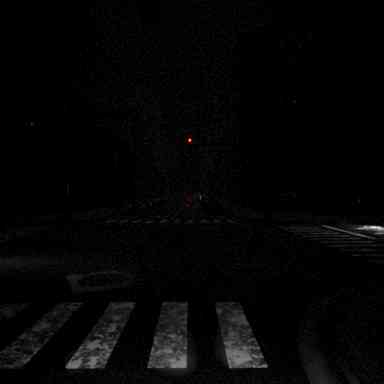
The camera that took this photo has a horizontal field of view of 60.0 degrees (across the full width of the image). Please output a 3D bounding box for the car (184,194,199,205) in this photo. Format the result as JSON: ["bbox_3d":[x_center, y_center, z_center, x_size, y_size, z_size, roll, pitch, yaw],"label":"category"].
[{"bbox_3d":[-0.131,1.574,63.308,1.882,1.535,5.008,0,0,0],"label":"car"}]

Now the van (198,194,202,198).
[{"bbox_3d":[2.397,1.424,58.097,1.690,1.788,3.998,0,0,0],"label":"van"}]

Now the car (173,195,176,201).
[{"bbox_3d":[-5.588,1.694,80.154,2.008,1.369,4.403,0,0,0],"label":"car"}]

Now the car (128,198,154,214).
[{"bbox_3d":[-5.668,1.480,36.068,1.967,1.590,4.097,0,0,0],"label":"car"}]

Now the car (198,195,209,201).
[{"bbox_3d":[2.387,1.637,52.586,1.947,1.339,4.313,0,0,0],"label":"car"}]

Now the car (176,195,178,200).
[{"bbox_3d":[-5.567,1.721,91.176,1.887,1.381,4.507,0,0,0],"label":"car"}]

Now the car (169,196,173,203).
[{"bbox_3d":[-5.608,1.552,69.133,1.967,1.590,4.097,0,0,0],"label":"car"}]

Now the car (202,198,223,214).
[{"bbox_3d":[2.357,1.606,36.053,1.947,1.339,4.313,0,0,0],"label":"car"}]

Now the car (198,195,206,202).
[{"bbox_3d":[2.448,1.600,85.650,1.967,1.590,4.097,0,0,0],"label":"car"}]

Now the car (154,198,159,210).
[{"bbox_3d":[-5.658,1.490,41.579,1.967,1.590,4.097,0,0,0],"label":"car"}]

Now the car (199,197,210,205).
[{"bbox_3d":[2.407,1.647,63.607,2.008,1.369,4.403,0,0,0],"label":"car"}]

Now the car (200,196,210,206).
[{"bbox_3d":[2.377,1.641,47.075,1.802,1.307,4.206,0,0,0],"label":"car"}]

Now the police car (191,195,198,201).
[{"bbox_3d":[0.644,1.599,90.134,1.930,1.638,5.238,0,0,0],"label":"police car"}]

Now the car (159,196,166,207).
[{"bbox_3d":[-5.638,1.653,52.600,1.802,1.307,4.206,0,0,0],"label":"car"}]

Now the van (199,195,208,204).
[{"bbox_3d":[2.417,1.453,69.118,1.690,1.788,3.998,0,0,0],"label":"van"}]

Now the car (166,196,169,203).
[{"bbox_3d":[-5.628,1.634,58.111,2.008,1.369,4.403,0,0,0],"label":"car"}]
